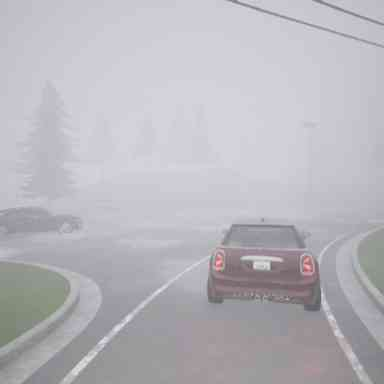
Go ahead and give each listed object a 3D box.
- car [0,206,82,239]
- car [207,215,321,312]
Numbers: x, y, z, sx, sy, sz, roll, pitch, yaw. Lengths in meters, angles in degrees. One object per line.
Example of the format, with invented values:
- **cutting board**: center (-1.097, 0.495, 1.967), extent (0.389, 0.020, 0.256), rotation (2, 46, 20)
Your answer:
- **car**: center (-8.231, 1.470, 17.173), extent (4.892, 1.490, 1.837), rotation (-1, 0, -29)
- **car**: center (1.755, 1.338, 8.038), extent (2.097, 1.767, 4.553), rotation (0, 0, 14)
